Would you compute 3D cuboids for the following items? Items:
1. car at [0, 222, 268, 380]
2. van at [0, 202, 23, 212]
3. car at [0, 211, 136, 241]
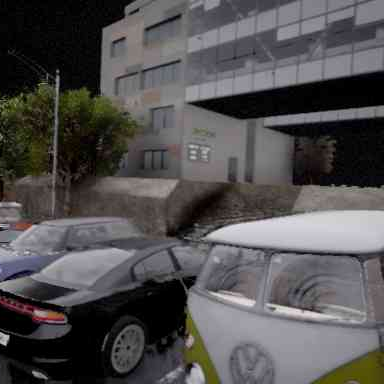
[{"bbox_3d":[-0.710,1.504,5.786,2.097,1.535,5.008,0,0,36],"label":"car"},{"bbox_3d":[-7.359,1.330,10.684,1.878,1.987,4.442,0,0,36],"label":"van"},{"bbox_3d":[-2.863,1.395,7.367,2.185,1.767,4.553,0,0,36],"label":"car"}]
